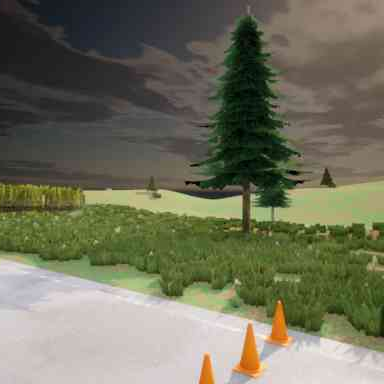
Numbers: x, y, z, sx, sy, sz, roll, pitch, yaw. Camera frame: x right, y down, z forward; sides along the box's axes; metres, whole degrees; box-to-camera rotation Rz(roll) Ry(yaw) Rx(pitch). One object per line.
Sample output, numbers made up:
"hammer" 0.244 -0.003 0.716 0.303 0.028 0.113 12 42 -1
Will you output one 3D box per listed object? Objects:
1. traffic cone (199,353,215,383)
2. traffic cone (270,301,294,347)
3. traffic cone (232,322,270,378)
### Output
"traffic cone" 0.154 1.955 3.424 0.340 0.580 0.340 0 0 36
"traffic cone" 1.324 1.955 5.047 0.340 0.580 0.340 0 0 36
"traffic cone" 0.739 1.955 4.235 0.340 0.580 0.340 0 0 36
